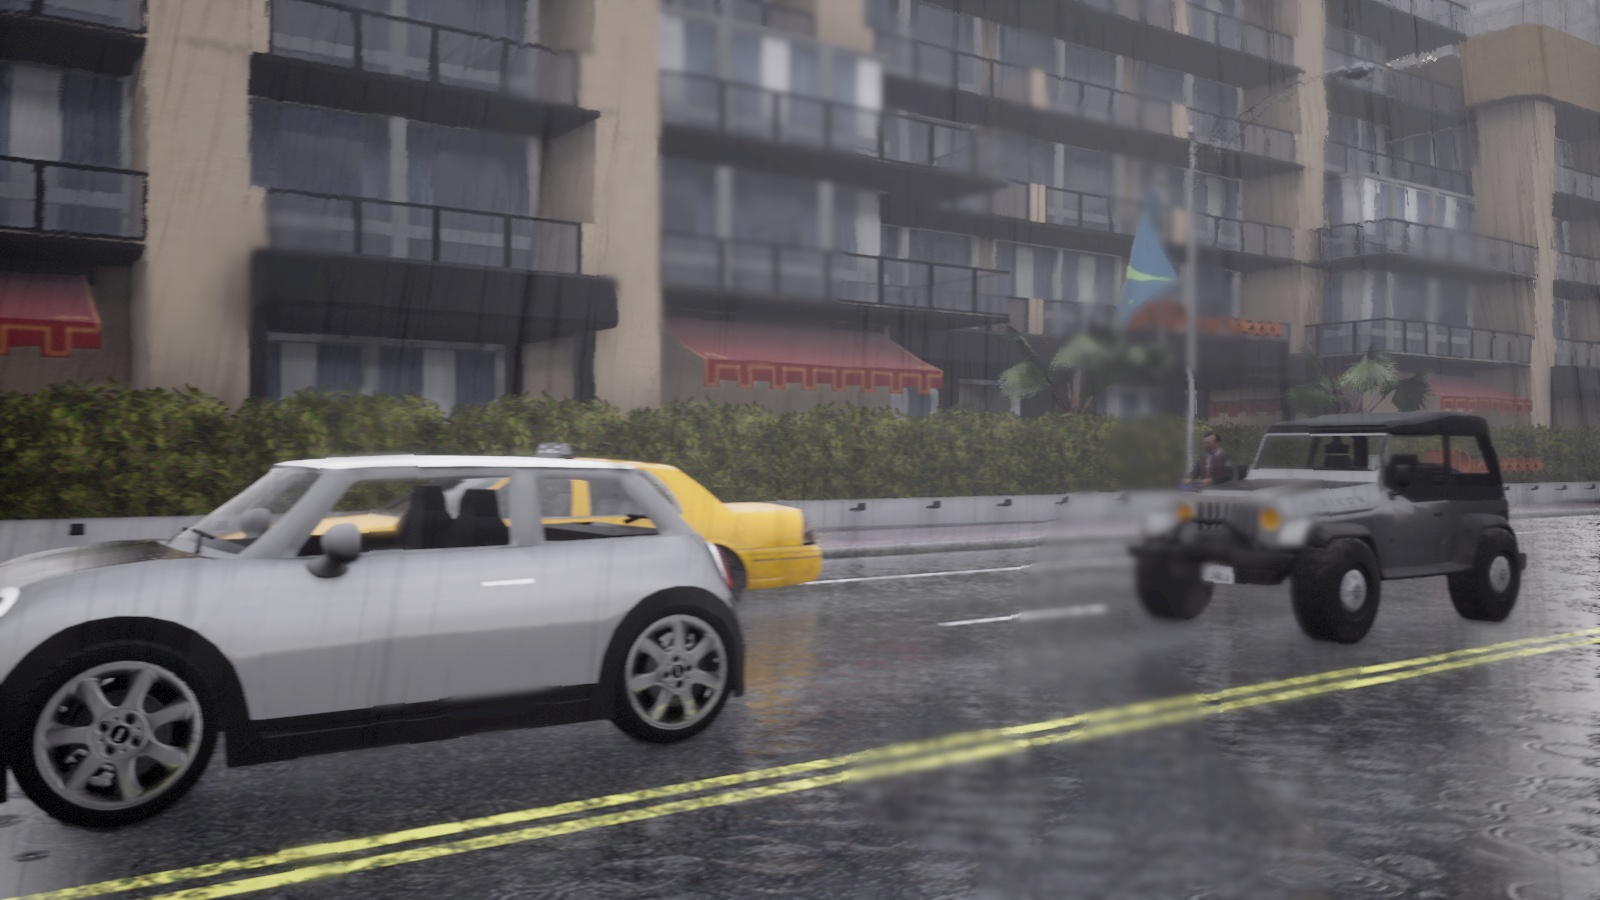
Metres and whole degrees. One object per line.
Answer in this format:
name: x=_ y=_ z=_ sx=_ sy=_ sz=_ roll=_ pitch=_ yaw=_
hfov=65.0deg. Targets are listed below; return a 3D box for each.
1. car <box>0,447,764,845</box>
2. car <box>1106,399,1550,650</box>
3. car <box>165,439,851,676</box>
car: x=-2.318 y=0.731 z=6.309 sx=3.806 sy=1.475 sz=1.970 roll=0 pitch=0 yaw=-35
car: x=4.794 y=0.558 z=11.263 sx=3.866 sy=1.878 sz=1.905 roll=0 pitch=0 yaw=-35
car: x=-2.253 y=0.715 z=10.617 sx=5.366 sy=1.575 sz=1.801 roll=0 pitch=0 yaw=-35
